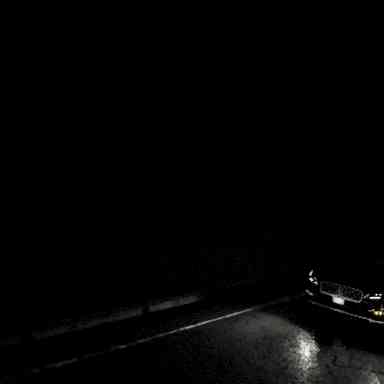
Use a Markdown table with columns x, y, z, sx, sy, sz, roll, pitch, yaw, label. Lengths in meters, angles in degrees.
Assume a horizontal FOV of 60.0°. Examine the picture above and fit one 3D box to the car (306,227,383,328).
| x | y | z | sx | sy | sz | roll | pitch | yaw | label |
| --- | --- | --- | --- | --- | --- | --- | --- | --- | --- |
| 4.344 | 1.500 | 6.785 | 4.892 | 1.490 | 1.837 | 0 | 0 | -36 | car |
